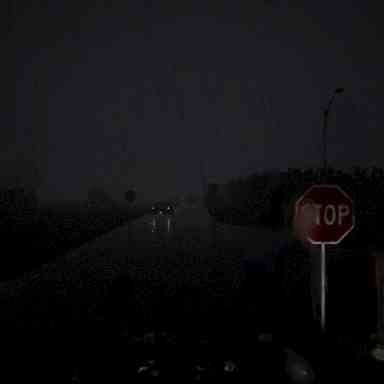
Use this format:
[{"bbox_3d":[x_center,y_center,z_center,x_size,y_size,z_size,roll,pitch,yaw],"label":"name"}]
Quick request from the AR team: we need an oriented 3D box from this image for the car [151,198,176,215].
[{"bbox_3d":[-2.894,1.566,32.927,1.895,1.301,4.718,0,0,0],"label":"car"}]

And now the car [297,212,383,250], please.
[{"bbox_3d":[7.161,1.543,13.967,5.357,1.411,2.033,0,0,-14],"label":"car"}]

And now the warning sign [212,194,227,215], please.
[{"bbox_3d":[2.408,1.085,29.240,1.300,1.860,1.060,0,0,0],"label":"warning sign"}]

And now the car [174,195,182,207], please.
[{"bbox_3d":[-2.904,1.500,48.408,1.994,1.385,4.181,0,0,0],"label":"car"}]

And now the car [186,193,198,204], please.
[{"bbox_3d":[-0.085,1.253,61.643,2.097,1.767,4.553,0,0,0],"label":"car"}]
